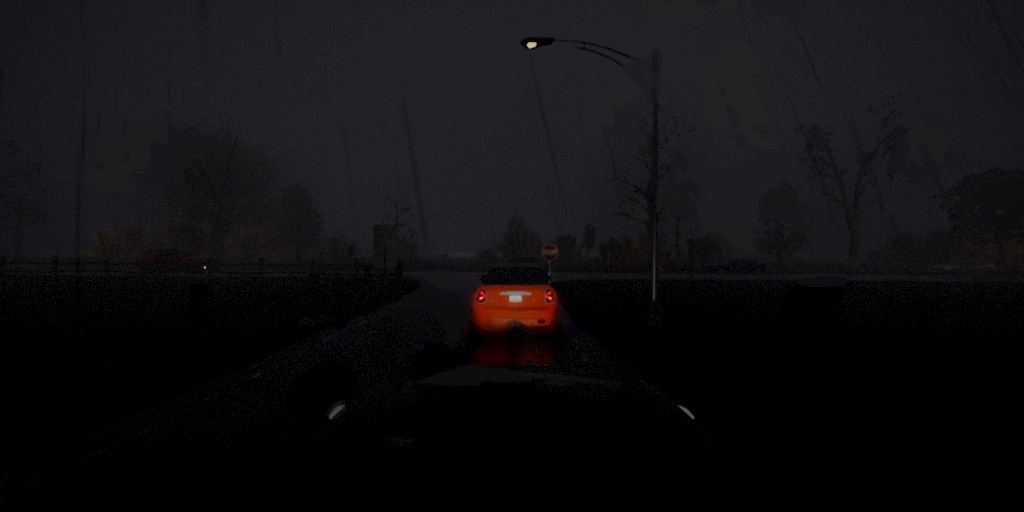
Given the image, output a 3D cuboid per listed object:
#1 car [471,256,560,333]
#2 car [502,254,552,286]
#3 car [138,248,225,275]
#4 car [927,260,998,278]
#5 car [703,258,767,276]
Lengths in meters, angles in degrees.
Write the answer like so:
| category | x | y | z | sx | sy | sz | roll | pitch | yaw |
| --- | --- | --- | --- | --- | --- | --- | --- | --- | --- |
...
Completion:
| category | x | y | z | sx | sy | sz | roll | pitch | yaw |
| --- | --- | --- | --- | --- | --- | --- | --- | --- | --- |
| car | 0.081 | 0.962 | 10.342 | 2.097 | 1.767 | 4.553 | 0 | 1 | 0 |
| car | 1.075 | 0.765 | 22.484 | 2.097 | 1.767 | 4.553 | 0 | 1 | 16 |
| car | -25.809 | 0.374 | 28.114 | 5.566 | 2.045 | 2.150 | 0 | 1 | 0 |
| car | 38.924 | 1.075 | 31.019 | 4.674 | 1.442 | 1.812 | 0 | 1 | 0 |
| car | 19.226 | 0.890 | 31.046 | 5.008 | 1.535 | 1.882 | 0 | 1 | 0 |
